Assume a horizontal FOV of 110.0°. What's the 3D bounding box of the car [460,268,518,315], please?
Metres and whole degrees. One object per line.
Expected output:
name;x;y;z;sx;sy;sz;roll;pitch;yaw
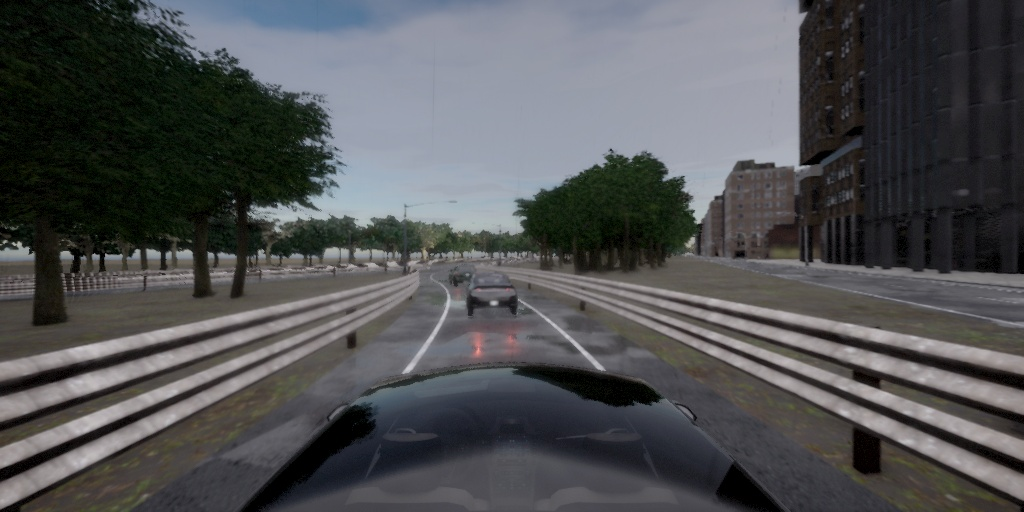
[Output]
car;-0.926;1.422;14.551;2.128;1.511;4.902;0;-1;-8

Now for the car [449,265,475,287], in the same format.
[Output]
car;-3.990;1.495;29.621;2.097;1.767;4.553;0;-1;-16
